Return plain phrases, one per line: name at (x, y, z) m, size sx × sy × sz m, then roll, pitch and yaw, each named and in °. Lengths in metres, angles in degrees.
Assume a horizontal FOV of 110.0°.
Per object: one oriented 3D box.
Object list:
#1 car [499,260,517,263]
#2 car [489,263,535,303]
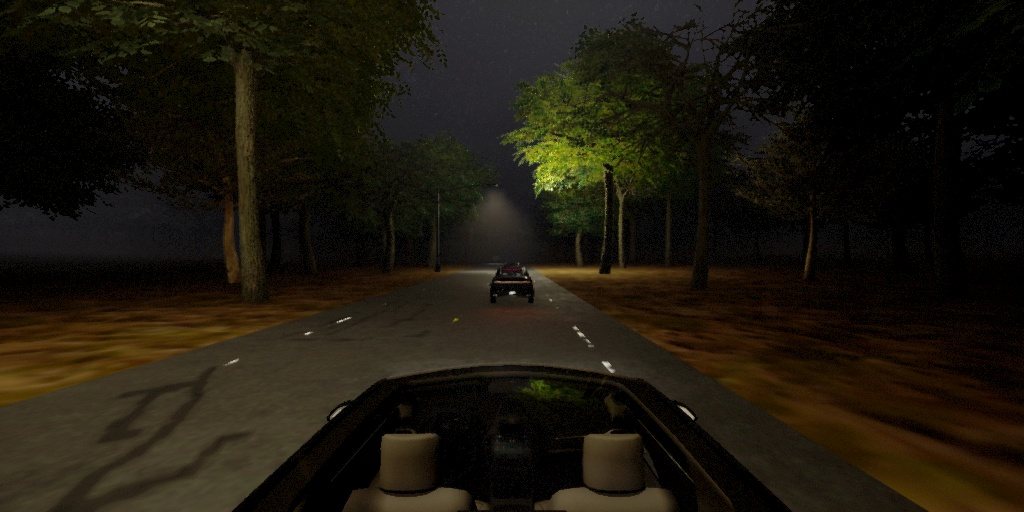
car at (0.000, 1.270, 31.509) m, size 1.837 × 1.490 × 4.892 m, roll 0°, pitch 0°, yaw 0°
car at (0.000, 1.249, 16.505) m, size 2.128 × 1.511 × 4.902 m, roll 0°, pitch 0°, yaw 0°
